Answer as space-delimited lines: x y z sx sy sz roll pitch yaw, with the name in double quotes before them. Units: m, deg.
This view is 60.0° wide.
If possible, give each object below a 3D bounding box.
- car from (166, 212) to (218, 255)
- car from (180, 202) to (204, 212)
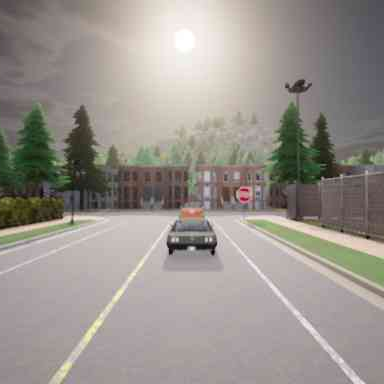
"car" -0.003 1.756 14.113 1.895 1.301 4.718 0 -1 0
"car" 0.008 1.670 29.081 2.097 1.767 4.553 0 -1 0
